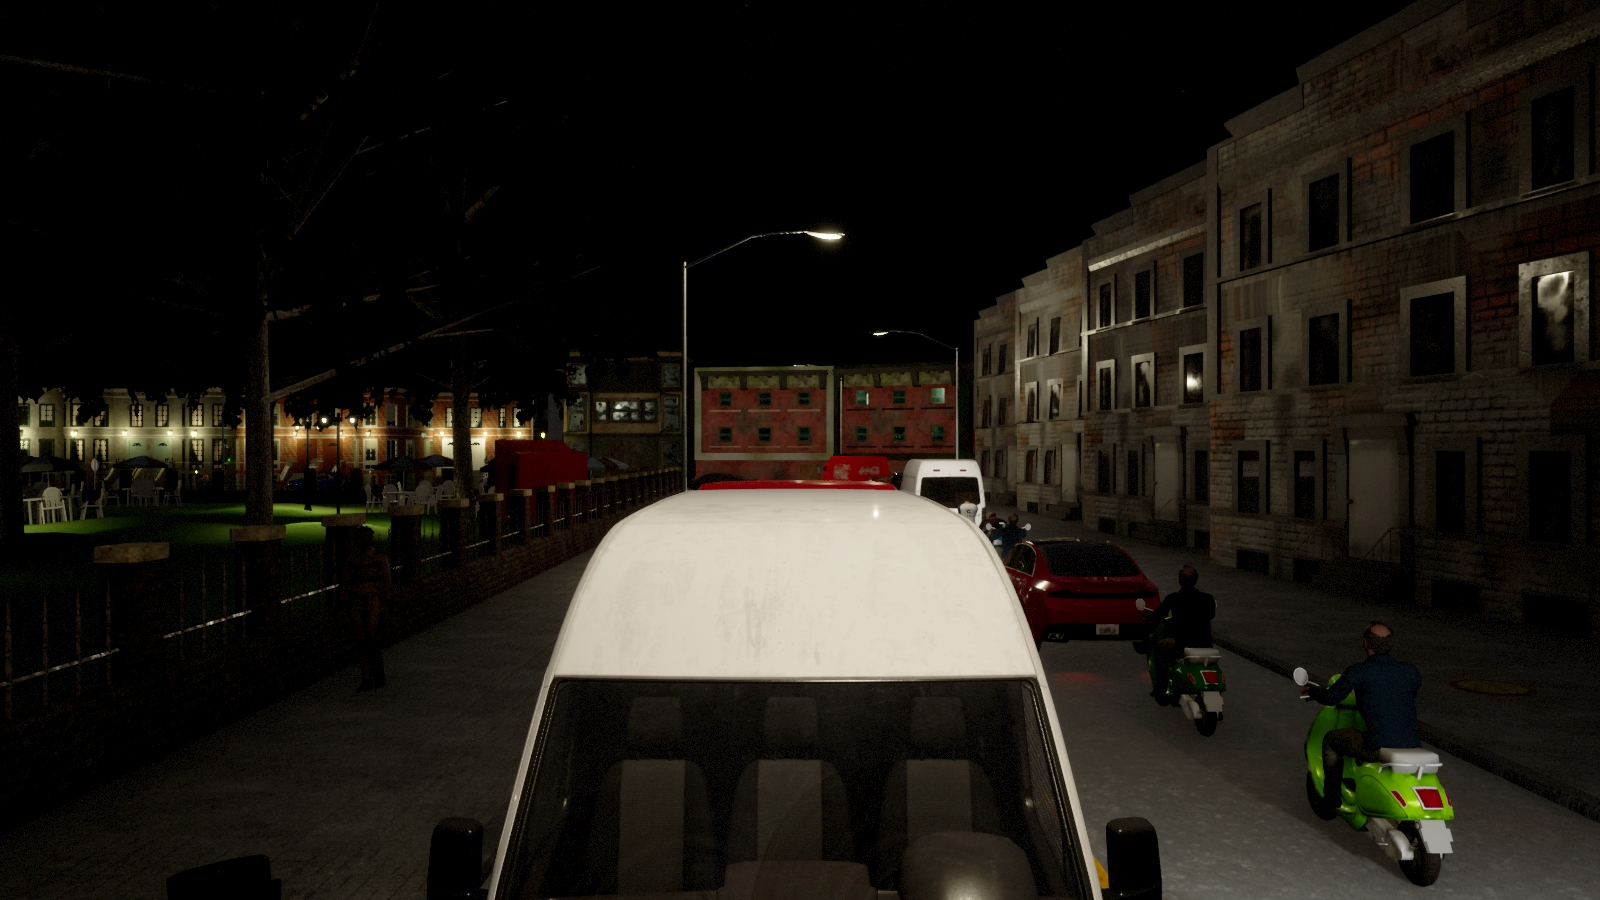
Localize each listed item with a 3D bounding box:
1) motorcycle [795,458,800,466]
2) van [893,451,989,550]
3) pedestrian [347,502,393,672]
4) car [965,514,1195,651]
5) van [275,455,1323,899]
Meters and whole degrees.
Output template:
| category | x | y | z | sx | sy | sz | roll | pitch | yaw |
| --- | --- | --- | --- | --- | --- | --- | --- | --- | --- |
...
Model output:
| category | x | y | z | sx | sy | sz | roll | pitch | yaw |
| --- | --- | --- | --- | --- | --- | --- | --- | --- | --- |
| motorcycle | -0.384 | 1.962 | 183.190 | 0.856 | 1.236 | 1.805 | 0 | 0 | 0 |
| van | 3.906 | 1.314 | 32.634 | 1.988 | 2.561 | 5.915 | 0 | 0 | 0 |
| pedestrian | -4.832 | 1.525 | 12.841 | 0.375 | 1.860 | 0.375 | 0 | 0 | 0 |
| car | 3.953 | 1.841 | 17.118 | 2.231 | 1.480 | 4.892 | 0 | 0 | 0 |
| van | -0.006 | 1.314 | 5.127 | 1.988 | 2.561 | 5.915 | 0 | 0 | 0 |
